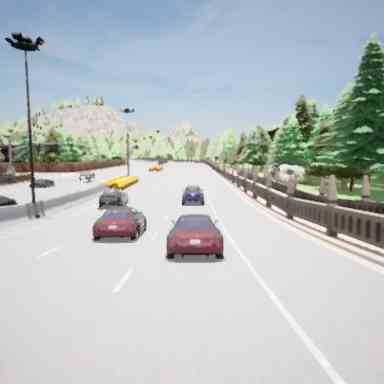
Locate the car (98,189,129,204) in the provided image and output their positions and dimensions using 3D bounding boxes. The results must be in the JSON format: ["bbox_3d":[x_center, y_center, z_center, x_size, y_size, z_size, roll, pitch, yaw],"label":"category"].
[{"bbox_3d":[-6.901,0.484,29.547,2.128,1.511,4.902,0,5,0],"label":"car"}]

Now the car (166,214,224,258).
[{"bbox_3d":[0.100,1.509,12.646,1.994,1.385,4.181,0,1,0],"label":"car"}]

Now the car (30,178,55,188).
[{"bbox_3d":[-21.007,-1.320,46.829,1.994,1.385,4.181,0,6,1],"label":"car"}]

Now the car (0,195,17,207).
[{"bbox_3d":[-14.094,0.975,22.937,1.882,1.535,5.008,0,3,0],"label":"car"}]

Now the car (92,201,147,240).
[{"bbox_3d":[-3.401,1.400,16.245,1.994,1.385,4.181,0,2,0],"label":"car"}]

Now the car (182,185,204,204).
[{"bbox_3d":[0.099,0.080,32.348,2.097,1.767,4.553,0,6,0],"label":"car"}]
